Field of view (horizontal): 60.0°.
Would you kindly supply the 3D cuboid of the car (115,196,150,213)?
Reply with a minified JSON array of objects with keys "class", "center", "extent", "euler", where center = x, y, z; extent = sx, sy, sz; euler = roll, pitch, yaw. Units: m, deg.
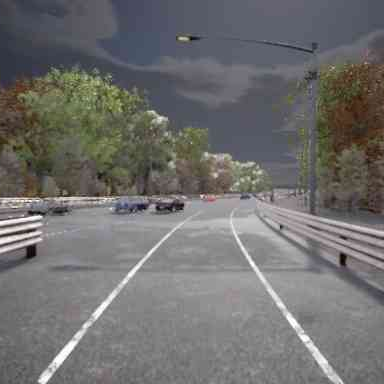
[{"class":"car","center":[-6.262,1.244,35.441],"extent":[2.097,1.767,4.553],"euler":[1,0,20]}]

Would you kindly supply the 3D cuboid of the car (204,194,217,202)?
[{"class":"car","center":[4.178,1.259,74.794],"extent":[2.097,1.767,4.553],"euler":[1,0,20]}]

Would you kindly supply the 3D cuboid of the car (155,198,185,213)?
[{"class":"car","center":[-2.271,1.433,36.214],"extent":[1.882,1.535,5.008],"euler":[1,0,20]}]

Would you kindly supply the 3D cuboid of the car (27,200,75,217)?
[{"class":"car","center":[-12.248,1.377,29.148],"extent":[1.994,1.385,4.181],"euler":[1,0,20]}]
